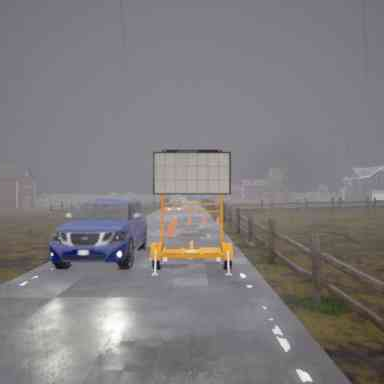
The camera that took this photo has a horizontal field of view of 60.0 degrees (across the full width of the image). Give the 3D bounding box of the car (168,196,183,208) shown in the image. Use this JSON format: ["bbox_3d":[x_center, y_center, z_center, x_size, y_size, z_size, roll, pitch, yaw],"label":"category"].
[{"bbox_3d":[-2.851,1.751,53.814,1.882,1.535,5.008,0,-1,0],"label":"car"}]

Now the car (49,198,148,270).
[{"bbox_3d":[-2.854,1.242,11.489,2.150,2.045,5.566,0,0,0],"label":"car"}]

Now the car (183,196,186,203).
[{"bbox_3d":[-2.766,1.969,90.376,2.150,2.045,5.566,0,-1,0],"label":"car"}]

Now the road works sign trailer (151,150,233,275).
[{"bbox_3d":[-0.002,0.481,10.435,2.380,3.560,2.880,0,0,0],"label":"road works sign trailer"}]
